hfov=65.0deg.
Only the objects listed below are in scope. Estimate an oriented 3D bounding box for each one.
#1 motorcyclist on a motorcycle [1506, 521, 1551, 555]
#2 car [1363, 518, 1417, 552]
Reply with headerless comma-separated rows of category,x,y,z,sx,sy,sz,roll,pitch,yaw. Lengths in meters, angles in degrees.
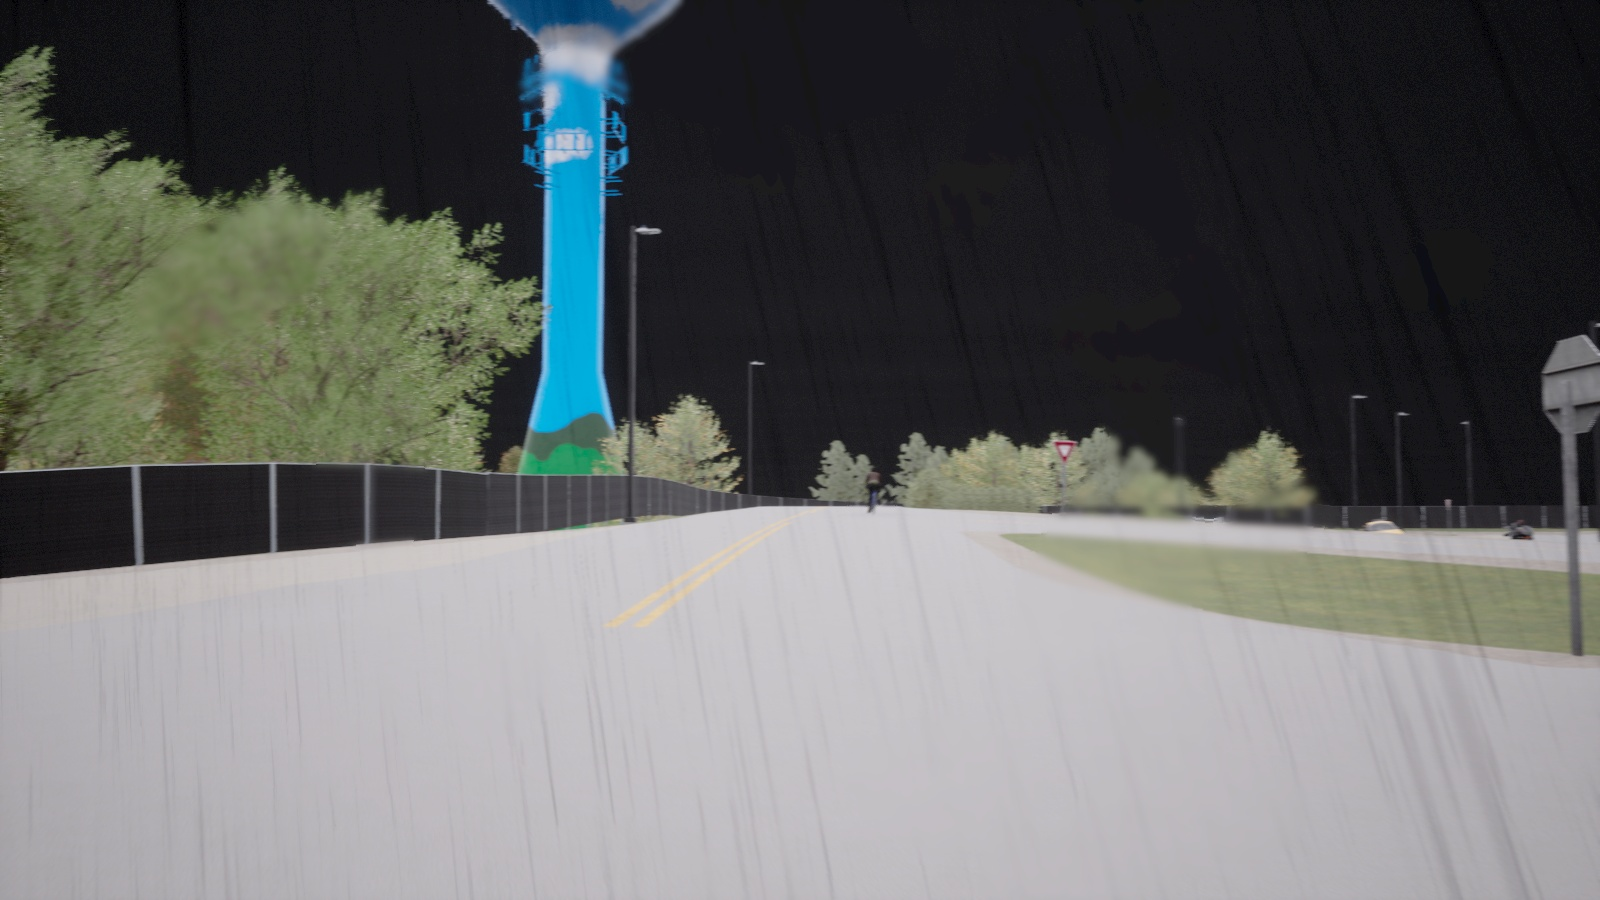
motorcyclist on a motorcycle,33.395,4.019,57.614,0.866,1.530,2.191,0,-3,4
car,31.430,4.503,67.048,1.801,1.575,5.366,-7,-5,18
